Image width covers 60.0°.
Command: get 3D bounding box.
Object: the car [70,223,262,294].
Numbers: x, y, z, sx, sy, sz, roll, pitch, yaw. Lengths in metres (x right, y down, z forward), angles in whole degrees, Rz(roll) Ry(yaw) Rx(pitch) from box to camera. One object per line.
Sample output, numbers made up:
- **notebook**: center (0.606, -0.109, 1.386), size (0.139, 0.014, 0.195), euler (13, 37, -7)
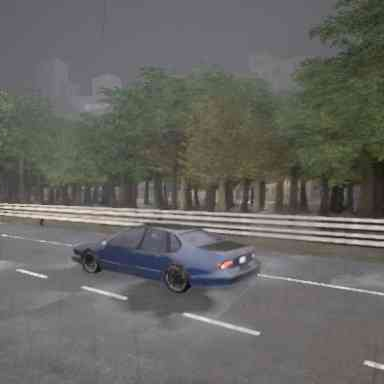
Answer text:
- **car**: center (-0.924, 1.548, 8.829), size (5.357, 1.411, 2.033), euler (0, 0, 36)
